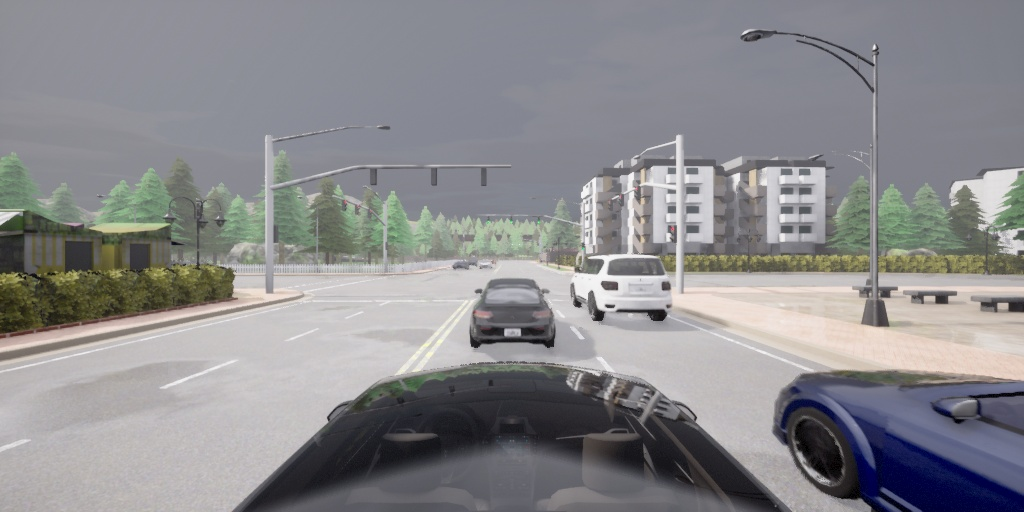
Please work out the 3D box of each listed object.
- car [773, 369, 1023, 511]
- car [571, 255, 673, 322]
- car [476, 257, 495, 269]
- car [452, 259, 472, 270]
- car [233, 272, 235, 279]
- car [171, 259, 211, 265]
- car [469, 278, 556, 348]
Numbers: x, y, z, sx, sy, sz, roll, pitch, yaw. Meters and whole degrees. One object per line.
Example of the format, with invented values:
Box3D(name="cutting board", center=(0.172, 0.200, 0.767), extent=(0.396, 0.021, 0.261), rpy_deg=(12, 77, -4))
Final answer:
Box3D(name="car", center=(3.608, 1.314, 1.829), extent=(1.994, 1.385, 4.181), rpy_deg=(0, 0, -1))
Box3D(name="car", center=(3.491, 0.973, 12.417), extent=(2.150, 2.045, 5.566), rpy_deg=(0, 0, 0))
Box3D(name="car", center=(-4.022, 1.276, 54.704), extent=(1.812, 1.442, 4.674), rpy_deg=(0, 0, -1))
Box3D(name="car", center=(-7.418, 1.314, 52.152), extent=(1.994, 1.385, 4.181), rpy_deg=(0, 0, 0))
Box3D(name="car", center=(-22.983, 1.102, 26.175), extent=(4.553, 1.767, 2.097), rpy_deg=(0, 0, -2))
Box3D(name="car", center=(-22.927, 0.971, 22.673), extent=(5.566, 2.045, 2.150), rpy_deg=(0, 0, -2))
Box3D(name="car", center=(0.007, 1.275, 9.085), extent=(1.812, 1.442, 4.674), rpy_deg=(0, 0, 0))
